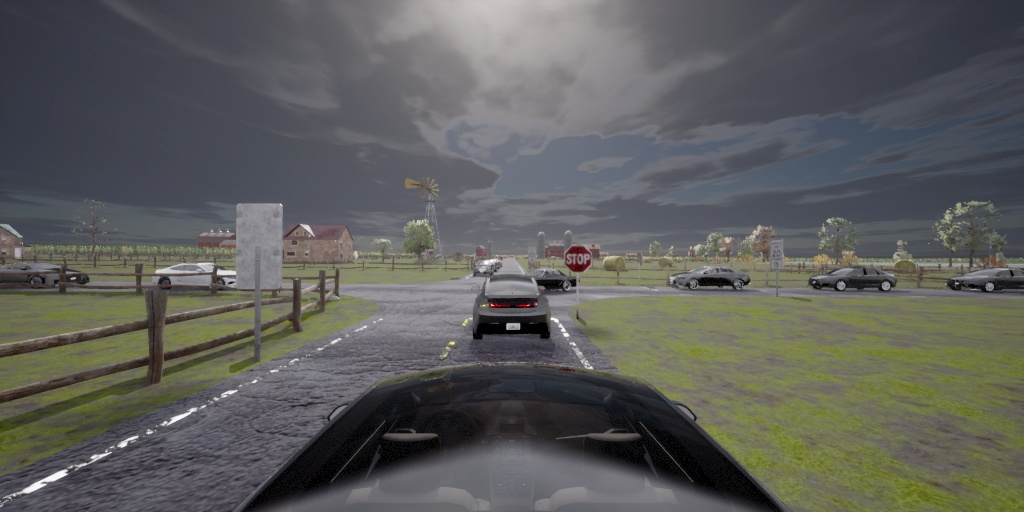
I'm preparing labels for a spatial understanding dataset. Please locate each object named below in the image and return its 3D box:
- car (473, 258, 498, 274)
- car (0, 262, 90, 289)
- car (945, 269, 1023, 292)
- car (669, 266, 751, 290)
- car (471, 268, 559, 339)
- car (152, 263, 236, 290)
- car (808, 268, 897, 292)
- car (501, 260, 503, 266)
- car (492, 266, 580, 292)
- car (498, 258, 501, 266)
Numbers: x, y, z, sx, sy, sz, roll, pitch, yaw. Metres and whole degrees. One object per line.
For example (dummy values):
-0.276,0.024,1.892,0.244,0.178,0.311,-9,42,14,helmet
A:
-2.861,1.243,36.741,2.128,1.511,4.902,0,0,0,car
-26.364,1.048,19.888,4.181,1.385,1.994,1,-1,-1,car
31.702,1.587,23.622,4.892,1.490,1.837,1,-1,-1,car
12.797,1.397,23.329,4.902,1.511,2.128,1,-1,-2,car
-0.074,1.256,10.054,1.837,1.490,4.892,0,0,-2,car
-17.244,1.103,20.010,4.674,1.442,1.812,1,-1,-1,car
22.199,1.499,23.501,4.892,1.490,1.837,1,-1,-1,car
-2.823,1.240,55.729,2.128,1.511,4.902,0,0,0,car
1.499,1.369,20.100,4.718,1.301,1.895,1,0,-35,car
-2.854,1.241,46.187,2.128,1.511,4.902,0,0,0,car
